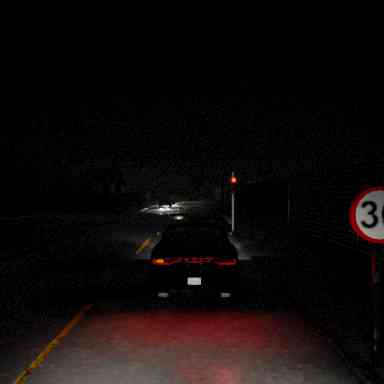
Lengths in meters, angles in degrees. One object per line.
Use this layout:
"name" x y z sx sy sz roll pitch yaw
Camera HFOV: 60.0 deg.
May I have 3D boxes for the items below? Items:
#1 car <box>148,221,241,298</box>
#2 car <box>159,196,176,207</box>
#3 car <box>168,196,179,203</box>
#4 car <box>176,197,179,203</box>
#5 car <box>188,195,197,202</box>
"car" 0.068 1.478 8.554 1.882 1.535 5.008 0 0 1
"car" -3.997 1.491 50.872 2.128 1.511 4.902 0 0 0
"car" -3.864 1.595 70.404 1.895 1.301 4.718 0 0 0
"car" -3.956 1.492 60.353 2.128 1.511 4.902 0 0 0
"car" 0.138 1.339 71.329 1.812 1.442 4.674 0 0 0
